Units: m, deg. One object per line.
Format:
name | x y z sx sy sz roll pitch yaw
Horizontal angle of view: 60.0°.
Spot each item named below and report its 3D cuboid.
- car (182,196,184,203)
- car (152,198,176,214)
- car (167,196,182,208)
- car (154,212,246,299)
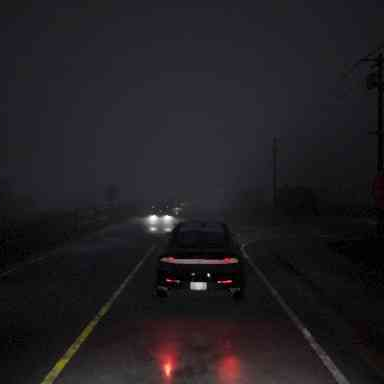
car | -2.571 1.466 66.383 1.882 1.535 5.008 0 0 1
car | -3.101 1.594 35.276 1.895 1.301 4.718 0 0 1
car | -2.914 1.344 47.569 2.097 1.767 4.553 0 0 1
car | 0.267 1.490 8.455 2.128 1.511 4.902 0 0 4
